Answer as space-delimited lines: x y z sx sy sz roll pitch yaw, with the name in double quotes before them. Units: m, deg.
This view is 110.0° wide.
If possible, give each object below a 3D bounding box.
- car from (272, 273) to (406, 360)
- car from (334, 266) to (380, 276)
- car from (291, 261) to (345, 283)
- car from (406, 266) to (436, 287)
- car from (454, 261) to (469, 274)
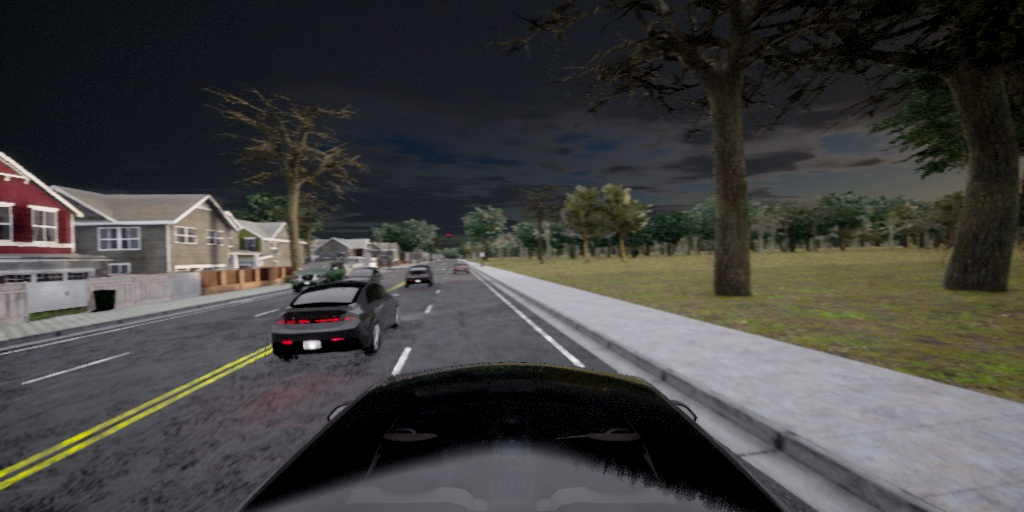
"car" -4.011 1.377 8.902 1.837 1.490 4.892 -2 0 -9
"car" -9.826 1.553 23.798 1.837 1.490 4.892 -2 0 -9
"car" -13.362 1.377 25.332 2.150 2.045 5.566 -2 0 -9
"car" -6.818 1.464 26.887 1.837 1.490 4.892 -2 0 -9
"car" -6.489 1.444 45.829 2.128 1.511 4.902 -2 0 -9
